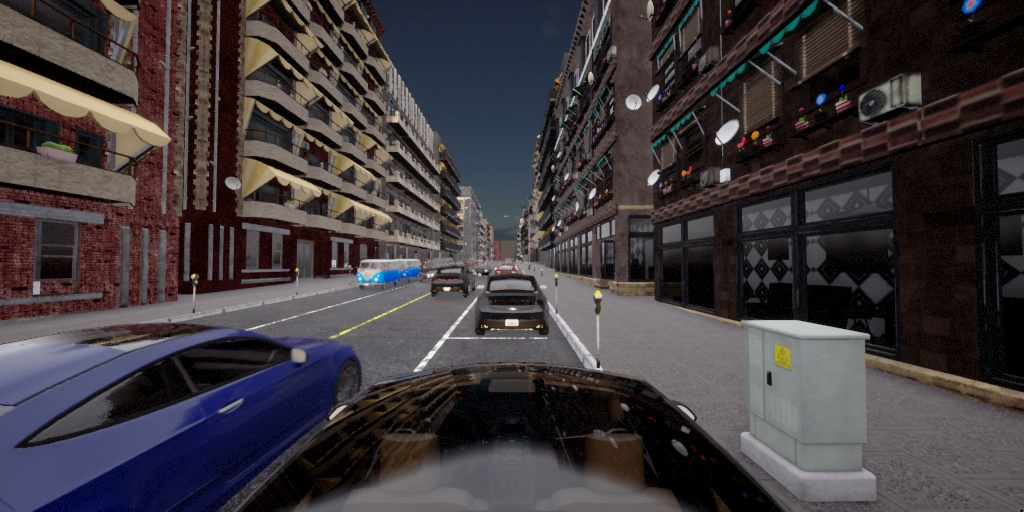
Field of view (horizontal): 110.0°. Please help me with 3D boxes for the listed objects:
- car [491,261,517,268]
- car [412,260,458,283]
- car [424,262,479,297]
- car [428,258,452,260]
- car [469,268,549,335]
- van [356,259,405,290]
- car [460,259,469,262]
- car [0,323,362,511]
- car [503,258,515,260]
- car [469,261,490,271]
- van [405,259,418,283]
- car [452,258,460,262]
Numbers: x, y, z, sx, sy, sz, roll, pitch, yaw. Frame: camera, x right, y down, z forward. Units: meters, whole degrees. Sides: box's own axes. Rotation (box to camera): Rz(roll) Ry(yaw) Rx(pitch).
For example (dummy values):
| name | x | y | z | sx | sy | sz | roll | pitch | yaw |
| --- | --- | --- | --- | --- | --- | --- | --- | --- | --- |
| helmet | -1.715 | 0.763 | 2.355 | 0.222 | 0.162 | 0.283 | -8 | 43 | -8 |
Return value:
| name | x | y | z | sx | sy | sz | roll | pitch | yaw |
| --- | --- | --- | --- | --- | --- | --- | --- | --- | --- |
| car | -0.453 | 1.322 | 28.072 | 1.888 | 1.381 | 4.507 | 0 | 0 | 0 |
| car | -5.868 | 1.268 | 28.070 | 2.128 | 1.511 | 4.902 | 0 | 0 | 0 |
| car | -3.021 | 1.268 | 19.061 | 1.837 | 1.490 | 4.892 | 0 | 0 | 0 |
| car | -8.336 | 1.115 | 39.194 | 2.192 | 1.841 | 5.009 | 0 | 0 | 0 |
| car | 0.000 | 1.259 | 10.503 | 1.837 | 1.490 | 4.892 | 0 | 0 | 0 |
| van | -8.336 | 1.108 | 22.602 | 1.690 | 1.789 | 3.998 | 0 | 0 | 0 |
| car | -8.337 | 1.410 | 55.786 | 1.948 | 1.339 | 4.313 | 0 | 0 | 0 |
| car | -2.927 | 1.276 | 2.901 | 1.812 | 1.442 | 4.674 | 0 | 0 | 0 |
| car | -0.446 | 1.240 | 39.134 | 1.967 | 1.591 | 4.097 | 0 | 0 | 0 |
| car | -2.925 | 1.391 | 34.686 | 1.895 | 1.301 | 4.718 | 0 | 0 | 0 |
| van | -8.336 | 1.118 | 28.134 | 1.690 | 1.789 | 3.998 | 0 | 0 | 0 |
| car | -8.336 | 1.128 | 44.724 | 2.192 | 1.841 | 5.009 | 0 | 0 | 0 |
